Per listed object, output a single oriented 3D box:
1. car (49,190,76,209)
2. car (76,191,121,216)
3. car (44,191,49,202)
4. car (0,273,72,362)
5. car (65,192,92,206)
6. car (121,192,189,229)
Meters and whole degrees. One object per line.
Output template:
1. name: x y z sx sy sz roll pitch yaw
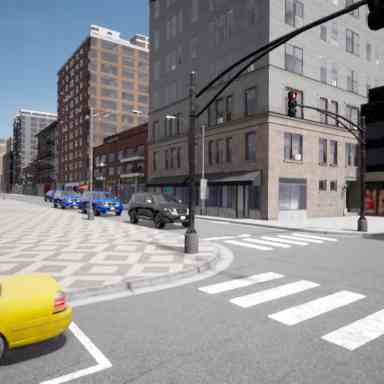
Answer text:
1. car: -14.216 0.859 37.961 2.150 2.045 5.566 1 0 -35
2. car: -8.025 0.958 29.172 2.150 2.045 5.566 1 0 -35
3. car: -23.441 0.704 56.576 2.150 2.045 5.566 1 0 -37
4. car: -4.006 1.525 3.895 4.829 1.417 1.752 0 1 -36
5. car: -15.460 0.960 45.242 2.097 1.767 4.553 1 0 -37
6. car: -2.087 1.051 20.759 2.150 2.045 5.566 1 0 -35
